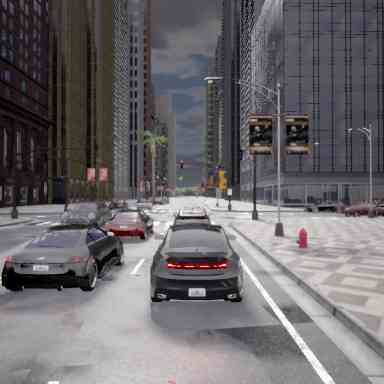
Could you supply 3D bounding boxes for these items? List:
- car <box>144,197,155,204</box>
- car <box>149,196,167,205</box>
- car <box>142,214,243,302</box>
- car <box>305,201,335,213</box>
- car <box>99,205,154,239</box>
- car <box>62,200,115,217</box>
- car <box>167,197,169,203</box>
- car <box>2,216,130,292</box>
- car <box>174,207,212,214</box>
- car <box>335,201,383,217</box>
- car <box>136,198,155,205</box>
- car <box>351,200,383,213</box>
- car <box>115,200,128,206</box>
[{"bbox_3d":[-9.859,1.969,77.555,2.128,1.511,4.902,0,0,0],"label":"car"},{"bbox_3d":[-6.633,1.817,64.897,1.882,1.535,5.008,0,-1,0],"label":"car"},{"bbox_3d":[0.090,1.515,8.251,1.837,1.490,4.892,0,0,0],"label":"car"},{"bbox_3d":[15.133,1.663,37.817,4.313,1.339,1.947,0,0,-1],"label":"car"},{"bbox_3d":[-3.173,1.602,17.425,1.994,1.385,4.181,0,0,0],"label":"car"},{"bbox_3d":[-6.629,1.405,21.218,2.097,1.767,4.553,0,0,0],"label":"car"},{"bbox_3d":[-6.612,1.816,80.188,2.097,1.767,4.553,0,0,0],"label":"car"},{"bbox_3d":[-3.168,1.576,9.026,1.994,1.385,4.181,0,0,1],"label":"car"},{"bbox_3d":[0.025,1.530,17.572,2.128,1.511,4.902,0,0,0],"label":"car"},{"bbox_3d":[15.275,1.577,29.294,4.206,1.307,1.802,0,0,-1],"label":"car"},{"bbox_3d":[-6.501,1.801,45.317,1.895,1.301,4.718,0,0,-3],"label":"car"},{"bbox_3d":[20.772,1.644,37.913,4.313,1.339,1.947,0,0,-1],"label":"car"},{"bbox_3d":[-9.911,1.763,45.174,1.994,1.385,4.181,0,0,0],"label":"car"}]
